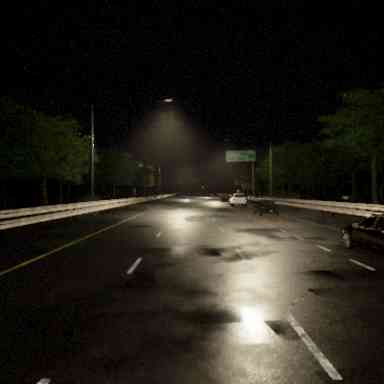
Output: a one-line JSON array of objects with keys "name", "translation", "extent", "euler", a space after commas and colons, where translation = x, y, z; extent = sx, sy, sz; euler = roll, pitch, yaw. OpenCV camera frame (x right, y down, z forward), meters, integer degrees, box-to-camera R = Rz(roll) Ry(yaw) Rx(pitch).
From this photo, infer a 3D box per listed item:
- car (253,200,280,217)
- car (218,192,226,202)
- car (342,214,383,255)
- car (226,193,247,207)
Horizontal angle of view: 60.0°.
[{"name": "car", "translation": [7.043, 1.535, 31.773], "extent": [1.812, 1.442, 4.674], "euler": [0, 0, 0]}, {"name": "car", "translation": [7.255, 1.324, 72.619], "extent": [2.097, 1.767, 4.553], "euler": [0, 0, 0]}, {"name": "car", "translation": [7.003, 1.507, 11.613], "extent": [1.837, 1.490, 4.892], "euler": [0, 0, 0]}, {"name": "car", "translation": [7.127, 1.234, 51.809], "extent": [2.150, 2.045, 5.566], "euler": [0, 0, 0]}]
